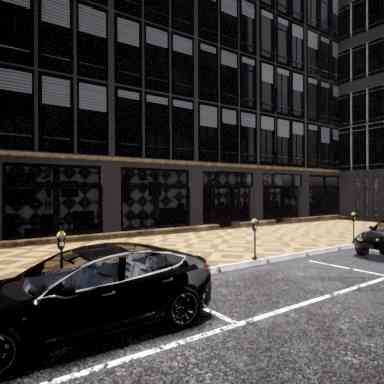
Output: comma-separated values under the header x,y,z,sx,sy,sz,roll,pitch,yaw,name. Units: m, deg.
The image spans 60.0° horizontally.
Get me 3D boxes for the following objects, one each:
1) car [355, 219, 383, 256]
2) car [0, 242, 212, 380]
x,y,z,sx,sy,sz,roll,pitch,yaw,name
7.657,1.564,11.993,4.313,1.339,1.947,0,0,-35,car
-1.632,1.566,5.395,4.313,1.339,1.947,0,0,-35,car
